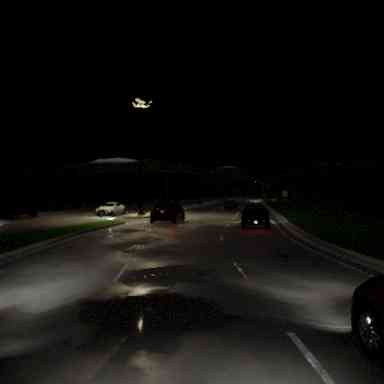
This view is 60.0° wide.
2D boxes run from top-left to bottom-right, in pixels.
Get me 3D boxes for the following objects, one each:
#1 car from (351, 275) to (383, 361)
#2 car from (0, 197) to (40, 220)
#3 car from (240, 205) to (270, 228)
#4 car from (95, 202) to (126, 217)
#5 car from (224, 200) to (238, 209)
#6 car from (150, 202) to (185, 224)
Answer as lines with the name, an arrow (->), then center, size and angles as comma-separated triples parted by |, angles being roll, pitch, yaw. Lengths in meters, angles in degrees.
car -> 3.471, 1.376, 3.174 | 2.097, 1.767, 4.553 | 0, -1, -1
car -> -16.831, 1.500, 31.326 | 2.150, 2.045, 5.566 | 0, 0, 12
car -> 4.544, 1.707, 23.989 | 1.837, 1.490, 4.892 | 0, -1, 9
car -> -8.735, 1.839, 36.017 | 1.812, 1.442, 4.674 | 0, -1, 11
car -> 6.133, 2.006, 52.384 | 1.994, 1.385, 4.181 | 0, 0, 11
car -> -1.926, 1.589, 27.568 | 2.097, 1.767, 4.553 | 0, 0, 9
